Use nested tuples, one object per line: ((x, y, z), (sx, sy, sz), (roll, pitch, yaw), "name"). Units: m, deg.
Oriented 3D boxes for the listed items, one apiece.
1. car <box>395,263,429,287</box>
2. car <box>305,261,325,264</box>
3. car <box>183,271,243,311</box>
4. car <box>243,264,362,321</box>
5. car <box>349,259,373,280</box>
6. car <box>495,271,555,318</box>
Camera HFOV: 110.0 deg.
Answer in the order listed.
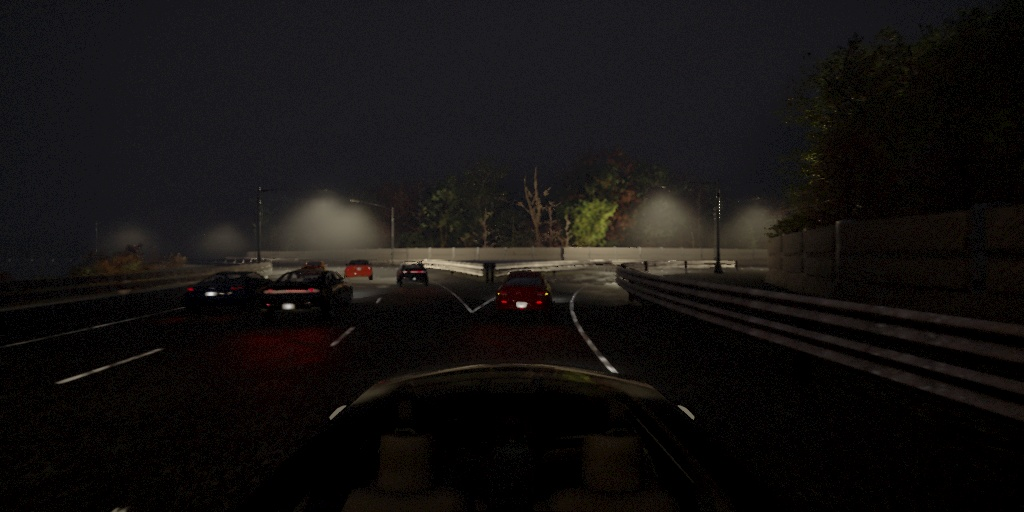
((-6.800, 1.196, 24.321), (2.128, 1.511, 4.902), (0, 0, -19), "car")
((-17.930, 1.166, 32.661), (1.882, 1.535, 5.008), (0, 0, -26), "car")
((-11.011, 1.289, 14.445), (1.994, 1.385, 4.181), (0, 0, -15), "car")
((-6.897, 1.220, 12.501), (2.128, 1.511, 4.902), (0, 0, -14), "car")
((-12.983, 1.045, 30.394), (2.097, 1.767, 4.553), (0, 0, -23), "car")
((0.538, 1.254, 12.774), (1.812, 1.442, 4.674), (0, 0, 6), "car")
